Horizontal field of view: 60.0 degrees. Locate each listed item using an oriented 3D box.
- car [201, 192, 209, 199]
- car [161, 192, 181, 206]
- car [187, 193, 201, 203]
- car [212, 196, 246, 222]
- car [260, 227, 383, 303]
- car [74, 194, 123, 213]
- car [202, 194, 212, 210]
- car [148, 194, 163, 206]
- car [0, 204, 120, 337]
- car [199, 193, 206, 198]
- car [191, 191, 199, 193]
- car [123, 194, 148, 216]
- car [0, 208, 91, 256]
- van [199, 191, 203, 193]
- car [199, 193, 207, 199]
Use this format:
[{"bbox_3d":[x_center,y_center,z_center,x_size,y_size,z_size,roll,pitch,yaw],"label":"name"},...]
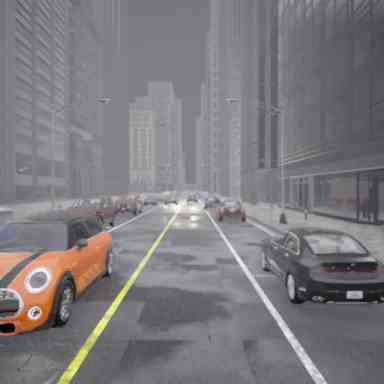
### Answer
[{"bbox_3d":[2.797,1.195,52.951,1.887,1.381,4.507,0,0,0],"label":"car"},{"bbox_3d":[-3.047,1.183,48.379,1.837,1.490,4.892,0,1,0],"label":"car"},{"bbox_3d":[0.040,1.229,56.339,1.895,1.301,4.718,0,0,0],"label":"car"},{"bbox_3d":[2.776,1.274,24.747,1.967,1.590,4.097,0,0,0],"label":"car"},{"bbox_3d":[2.765,1.496,7.827,2.008,1.369,4.403,0,0,0],"label":"car"},{"bbox_3d":[-5.753,1.185,19.106,2.192,1.841,5.009,0,0,0],"label":"car"},{"bbox_3d":[2.378,1.270,38.414,1.812,1.442,4.674,0,0,0],"label":"car"},{"bbox_3d":[-5.732,1.253,47.311,1.947,1.339,4.313,0,0,0],"label":"car"},{"bbox_3d":[-3.095,1.304,6.884,2.097,1.767,4.553,0,0,0],"label":"car"},{"bbox_3d":[2.825,0.975,92.435,1.802,1.307,4.206,0,0,0],"label":"car"},{"bbox_3d":[0.052,0.834,74.496,1.882,1.535,5.008,0,0,0],"label":"car"},{"bbox_3d":[-5.745,1.112,30.388,2.192,1.841,5.009,0,0,0],"label":"car"},{"bbox_3d":[-5.756,1.458,13.467,2.008,1.369,4.403,0,0,0],"label":"car"},{"bbox_3d":[2.808,0.881,69.871,1.690,1.788,3.998,0,0,0],"label":"van"},{"bbox_3d":[2.821,1.012,86.794,1.802,1.307,4.206,0,0,0],"label":"car"}]
